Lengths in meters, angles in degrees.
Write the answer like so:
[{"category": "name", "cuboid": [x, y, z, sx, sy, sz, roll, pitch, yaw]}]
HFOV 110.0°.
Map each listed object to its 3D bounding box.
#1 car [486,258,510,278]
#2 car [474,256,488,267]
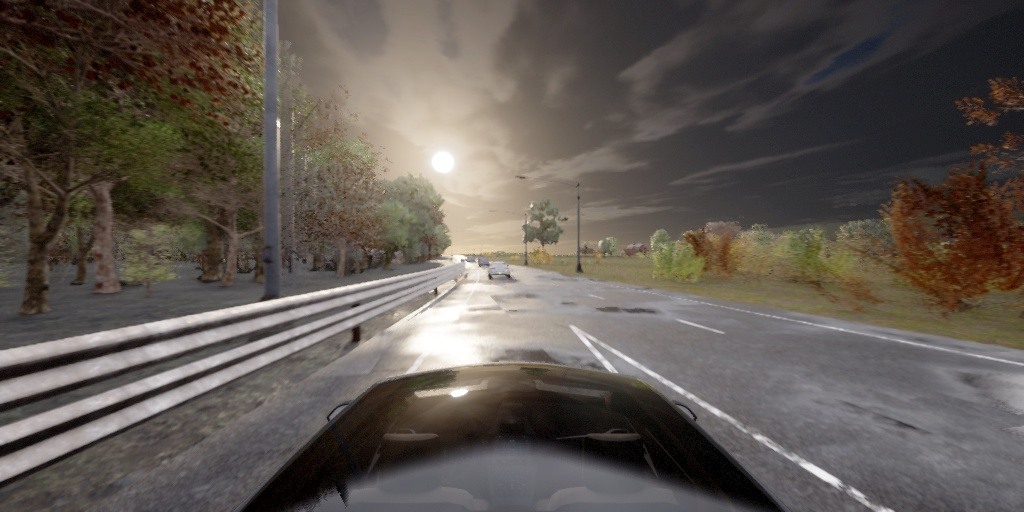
[{"category": "car", "cuboid": [-1.232, 1.220, 33.004, 1.812, 1.442, 4.674, 0, 0, -5]}, {"category": "car", "cuboid": [-4.956, 1.135, 62.742, 2.033, 1.411, 5.357, 0, 0, -10]}]
